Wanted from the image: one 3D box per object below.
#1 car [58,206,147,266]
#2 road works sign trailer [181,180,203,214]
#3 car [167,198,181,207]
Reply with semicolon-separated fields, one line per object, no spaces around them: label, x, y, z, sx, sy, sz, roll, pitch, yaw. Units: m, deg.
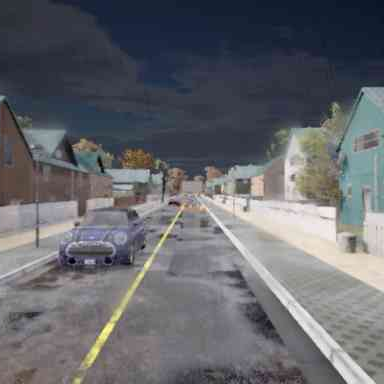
car;-2.851;1.358;11.531;2.097;1.767;4.553;0;0;0
road works sign trailer;-0.007;0.473;35.205;2.380;3.560;2.880;0;0;0
car;-2.827;1.607;52.764;1.895;1.301;4.718;0;0;0
